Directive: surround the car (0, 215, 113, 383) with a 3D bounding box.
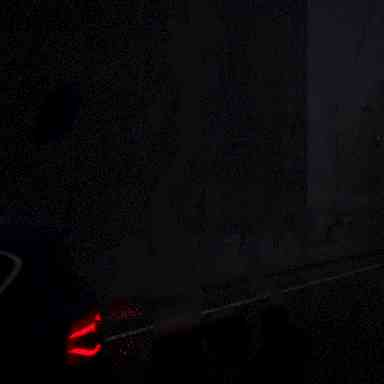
[{"bbox_3d":[-3.218,1.221,1.682,5.566,2.045,2.150,0,0,-35],"label":"car"}]
